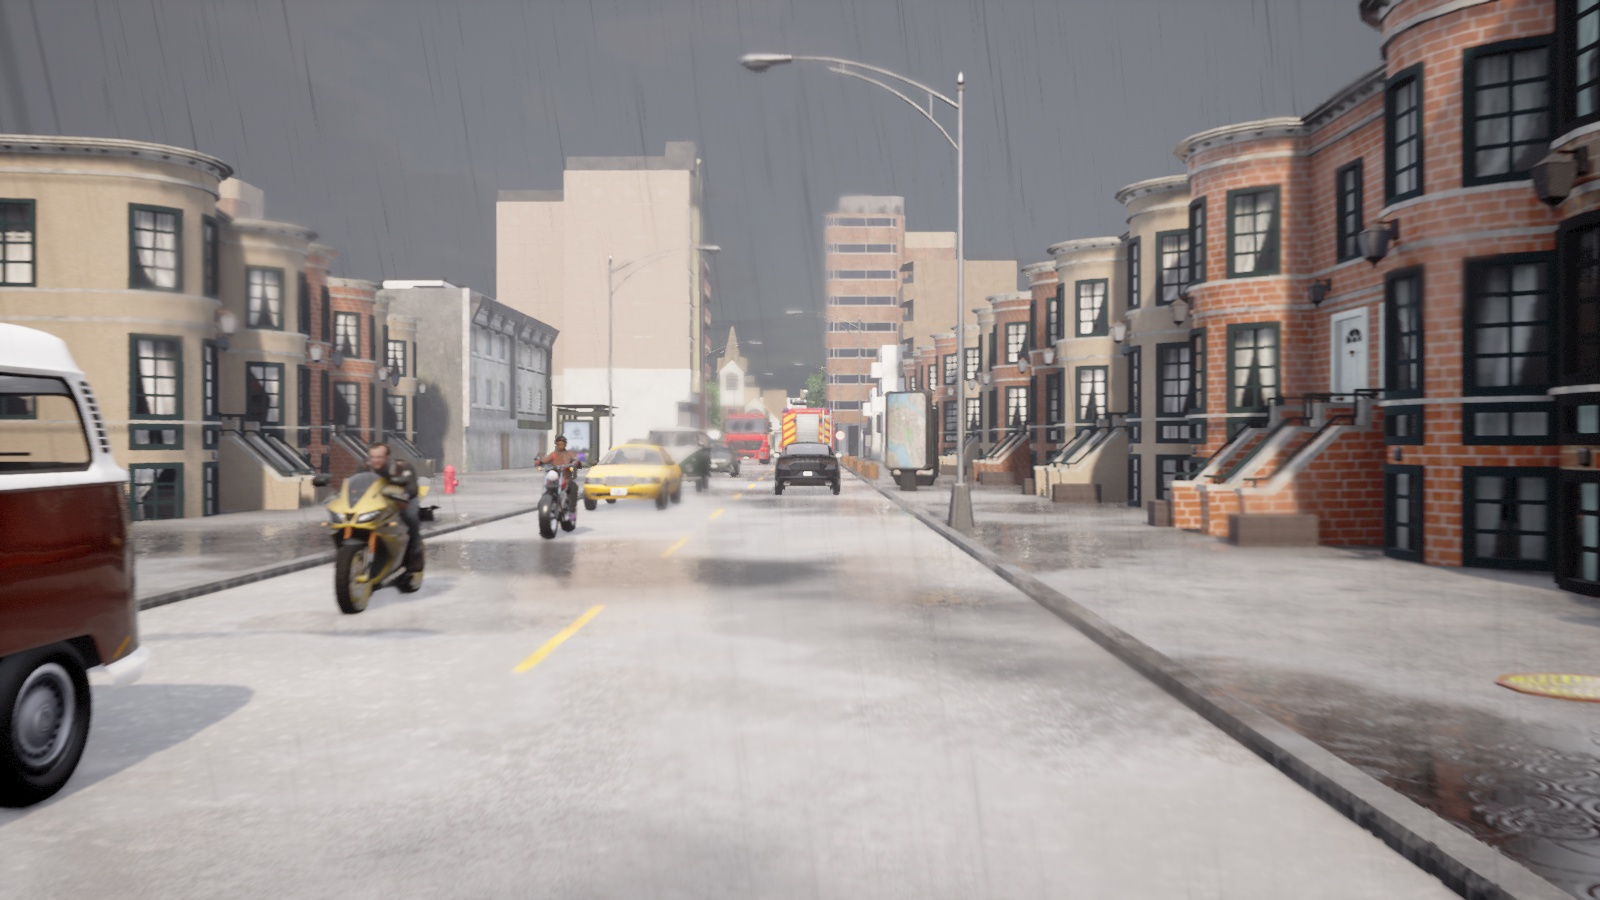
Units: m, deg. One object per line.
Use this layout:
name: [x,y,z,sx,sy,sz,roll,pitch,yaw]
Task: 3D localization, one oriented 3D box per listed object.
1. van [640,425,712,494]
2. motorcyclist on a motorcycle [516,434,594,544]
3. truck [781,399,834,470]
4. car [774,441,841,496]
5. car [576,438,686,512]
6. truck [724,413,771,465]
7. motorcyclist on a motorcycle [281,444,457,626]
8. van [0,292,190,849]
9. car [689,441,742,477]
van: [-3.765,0.265,38.914,1.775,1.987,4.442,0,0,0]
motorcyclist on a motorcycle: [-3.872,0.575,20.016,0.766,1.649,2.350,0,1,0]
truck: [0.419,-0.847,72.163,2.891,3.827,8.468,0,0,0]
car: [0.227,0.501,37.508,1.882,1.535,5.008,0,0,0]
car: [-3.819,0.508,29.275,1.801,1.575,5.366,0,0,0]
truck: [-3.525,-0.753,86.533,2.891,3.462,7.936,0,0,0]
motorcyclist on a motorcycle: [-3.919,0.709,11.646,0.866,1.530,2.191,0,0,0]
van: [-3.964,0.444,3.773,2.069,2.038,4.480,0,0,0]
car: [-3.672,0.361,55.377,2.007,1.525,4.514,0,0,0]
